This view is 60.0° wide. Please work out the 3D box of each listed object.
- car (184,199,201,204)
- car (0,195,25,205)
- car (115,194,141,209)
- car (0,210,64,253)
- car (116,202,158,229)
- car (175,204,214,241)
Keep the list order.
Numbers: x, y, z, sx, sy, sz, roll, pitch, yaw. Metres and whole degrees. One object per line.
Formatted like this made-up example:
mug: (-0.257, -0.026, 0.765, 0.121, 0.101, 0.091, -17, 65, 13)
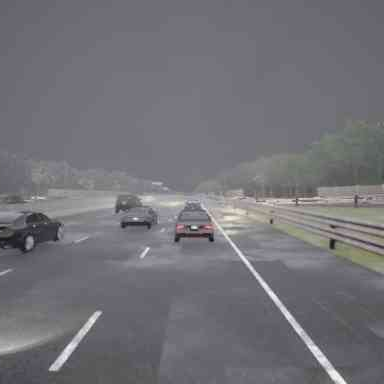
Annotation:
car: (0.104, 1.584, 38.442, 1.812, 1.442, 4.674, 0, 0, 0)
car: (-17.595, 1.262, 30.739, 2.150, 2.045, 5.566, 0, 0, 0)
car: (-6.896, 1.276, 36.583, 2.150, 2.045, 5.566, 0, 0, 0)
car: (-6.898, 1.517, 13.653, 1.837, 1.490, 4.892, 0, 0, 0)
car: (-3.398, 1.588, 22.058, 1.994, 1.385, 4.181, 0, 0, 0)
car: (0.102, 1.563, 16.705, 2.033, 1.411, 5.357, 0, 0, 0)
